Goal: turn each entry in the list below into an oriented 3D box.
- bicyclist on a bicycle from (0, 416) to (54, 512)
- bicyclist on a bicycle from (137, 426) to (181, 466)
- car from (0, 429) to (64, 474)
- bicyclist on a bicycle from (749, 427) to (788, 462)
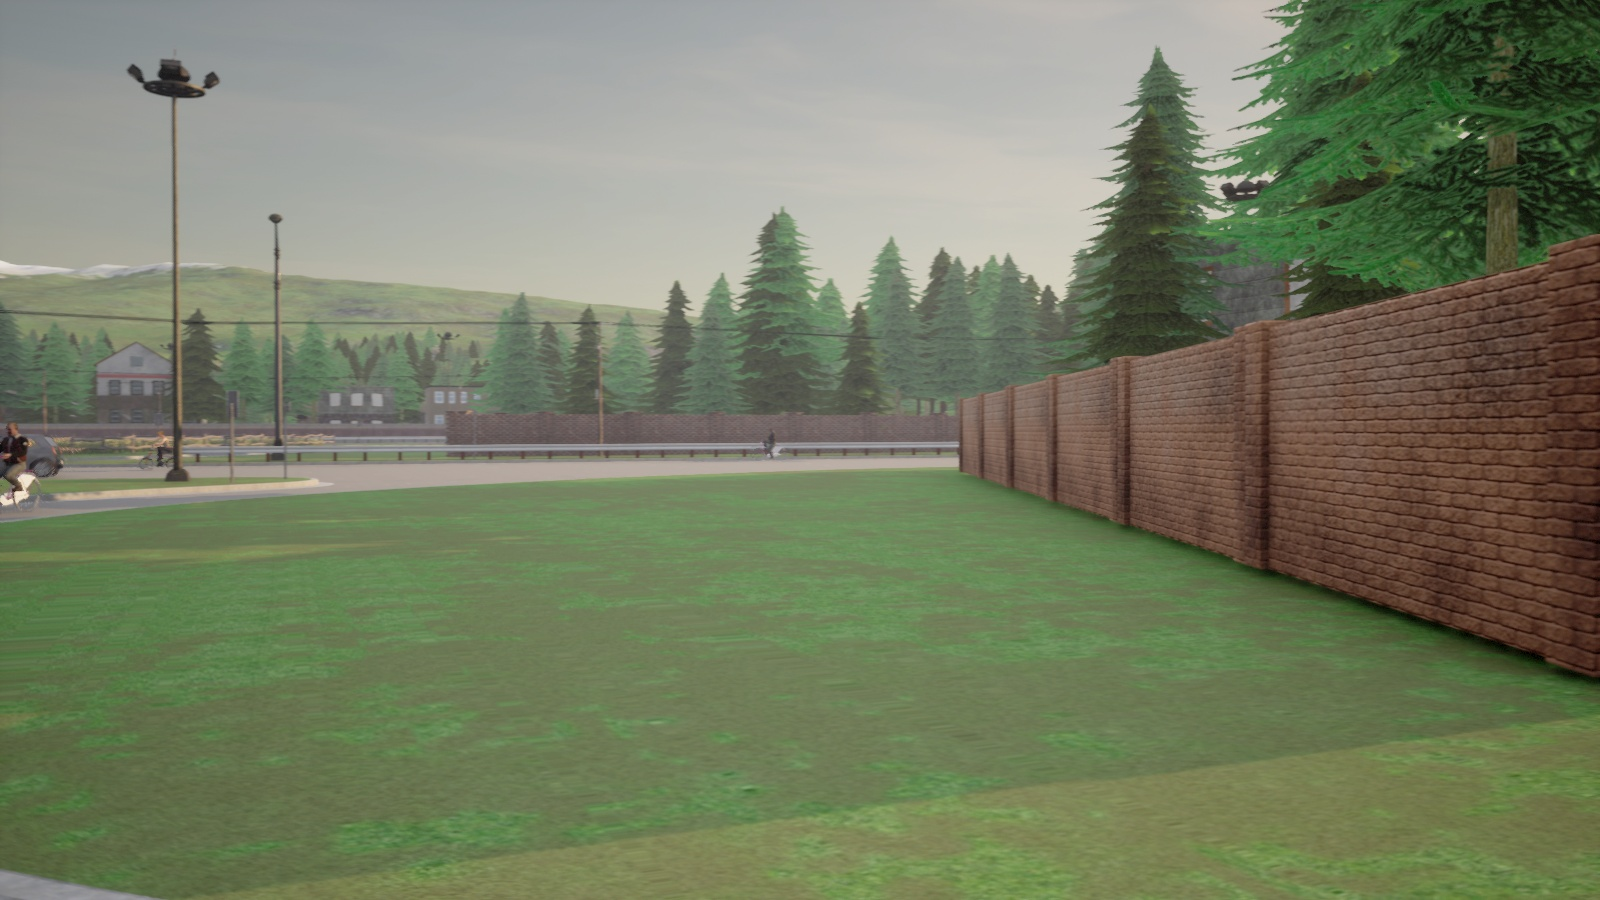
[{"bbox_3d":[-15.145,0.245,23.842,0.659,1.776,1.843,2,1,8],"label":"bicyclist on a bicycle"},{"bbox_3d":[-25.842,-0.162,50.675,1.509,1.612,0.866,0,1,-22],"label":"bicyclist on a bicycle"},{"bbox_3d":[-27.183,0.033,42.587,3.633,1.501,1.845,0,1,-22],"label":"car"},{"bbox_3d":[-1.620,-0.303,64.263,1.843,1.776,0.659,0,1,-22],"label":"bicyclist on a bicycle"}]
